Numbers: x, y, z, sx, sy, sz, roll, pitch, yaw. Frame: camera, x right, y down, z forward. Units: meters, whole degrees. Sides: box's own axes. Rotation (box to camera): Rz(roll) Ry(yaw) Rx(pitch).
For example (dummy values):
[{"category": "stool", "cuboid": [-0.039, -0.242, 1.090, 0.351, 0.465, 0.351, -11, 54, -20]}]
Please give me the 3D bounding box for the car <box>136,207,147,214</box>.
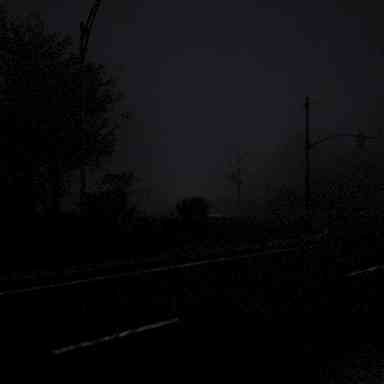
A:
[{"category": "car", "cuboid": [-9.673, 3.266, 58.532, 2.033, 1.411, 5.357, 0, -3, -33]}]
